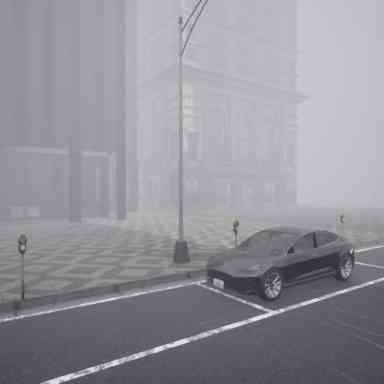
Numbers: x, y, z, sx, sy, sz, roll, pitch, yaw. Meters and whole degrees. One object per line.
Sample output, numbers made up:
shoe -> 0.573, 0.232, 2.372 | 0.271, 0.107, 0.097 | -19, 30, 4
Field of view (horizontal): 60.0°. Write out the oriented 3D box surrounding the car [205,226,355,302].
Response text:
car -> 2.339, 1.565, 8.298 | 4.313, 1.339, 1.947 | 0, 0, -35
